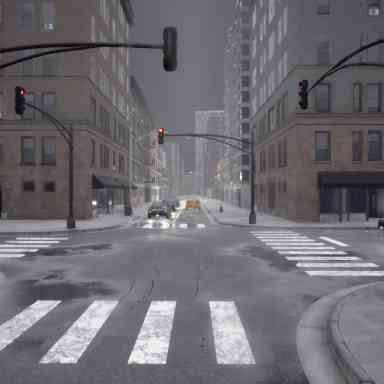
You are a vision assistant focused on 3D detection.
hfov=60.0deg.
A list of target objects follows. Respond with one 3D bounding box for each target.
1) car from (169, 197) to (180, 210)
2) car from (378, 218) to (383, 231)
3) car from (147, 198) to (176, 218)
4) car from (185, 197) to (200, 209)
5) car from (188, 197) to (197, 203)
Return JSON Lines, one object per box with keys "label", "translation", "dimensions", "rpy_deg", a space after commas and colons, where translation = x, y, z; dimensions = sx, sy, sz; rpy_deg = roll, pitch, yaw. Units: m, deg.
{"label": "car", "translation": [-2.820, 1.522, 39.839], "dimensions": [1.837, 1.490, 4.892], "rpy_deg": [0, 0, 0]}
{"label": "car", "translation": [12.379, 1.564, 17.904], "dimensions": [4.313, 1.339, 1.947], "rpy_deg": [0, 0, 0]}
{"label": "car", "translation": [-2.831, 1.556, 30.010], "dimensions": [2.033, 1.411, 5.357], "rpy_deg": [0, 0, 0]}
{"label": "car", "translation": [0.130, 1.503, 45.722], "dimensions": [1.882, 1.535, 5.008], "rpy_deg": [0, 0, 0]}
{"label": "car", "translation": [0.148, 1.671, 70.052], "dimensions": [1.895, 1.301, 4.718], "rpy_deg": [0, 0, 0]}
